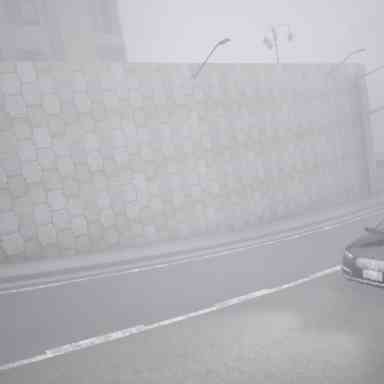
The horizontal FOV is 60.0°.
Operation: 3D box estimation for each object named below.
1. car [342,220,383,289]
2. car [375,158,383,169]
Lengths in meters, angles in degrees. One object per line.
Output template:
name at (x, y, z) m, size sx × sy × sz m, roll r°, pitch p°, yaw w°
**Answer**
car at (5.503, 1.196, 7.893) m, size 4.902 × 1.511 × 2.128 m, roll -5°, pitch 3°, yaw -35°
car at (18.013, -3.010, 34.893) m, size 1.994 × 1.385 × 4.181 m, roll -15°, pitch 9°, yaw -34°
